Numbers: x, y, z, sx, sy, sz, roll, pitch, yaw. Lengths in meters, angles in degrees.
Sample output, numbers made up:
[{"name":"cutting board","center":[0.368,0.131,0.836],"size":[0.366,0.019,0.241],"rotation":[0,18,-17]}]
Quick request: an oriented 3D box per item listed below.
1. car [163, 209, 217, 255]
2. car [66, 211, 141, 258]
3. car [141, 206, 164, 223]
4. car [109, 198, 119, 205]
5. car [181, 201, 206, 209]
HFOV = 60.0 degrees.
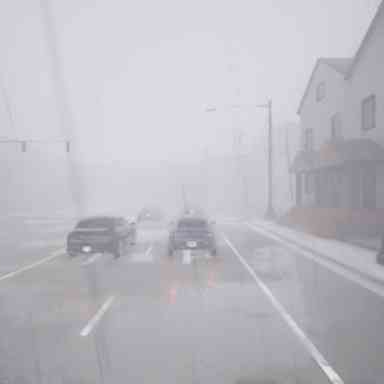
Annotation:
[{"name":"car","center":[0.020,1.673,13.886],"size":[1.812,1.442,4.674],"rotation":[0,0,0]},{"name":"car","center":[-3.481,1.652,13.491],"size":[1.837,1.490,4.892],"rotation":[0,0,0]},{"name":"car","center":[-3.493,1.883,28.495],"size":[1.994,1.385,4.181],"rotation":[0,-1,0]},{"name":"car","center":[-18.801,2.223,81.479],"size":[2.097,1.767,4.553],"rotation":[0,-1,-1]},{"name":"car","center":[0.092,1.679,28.439],"size":[2.097,1.767,4.553],"rotation":[0,-2,2]}]
